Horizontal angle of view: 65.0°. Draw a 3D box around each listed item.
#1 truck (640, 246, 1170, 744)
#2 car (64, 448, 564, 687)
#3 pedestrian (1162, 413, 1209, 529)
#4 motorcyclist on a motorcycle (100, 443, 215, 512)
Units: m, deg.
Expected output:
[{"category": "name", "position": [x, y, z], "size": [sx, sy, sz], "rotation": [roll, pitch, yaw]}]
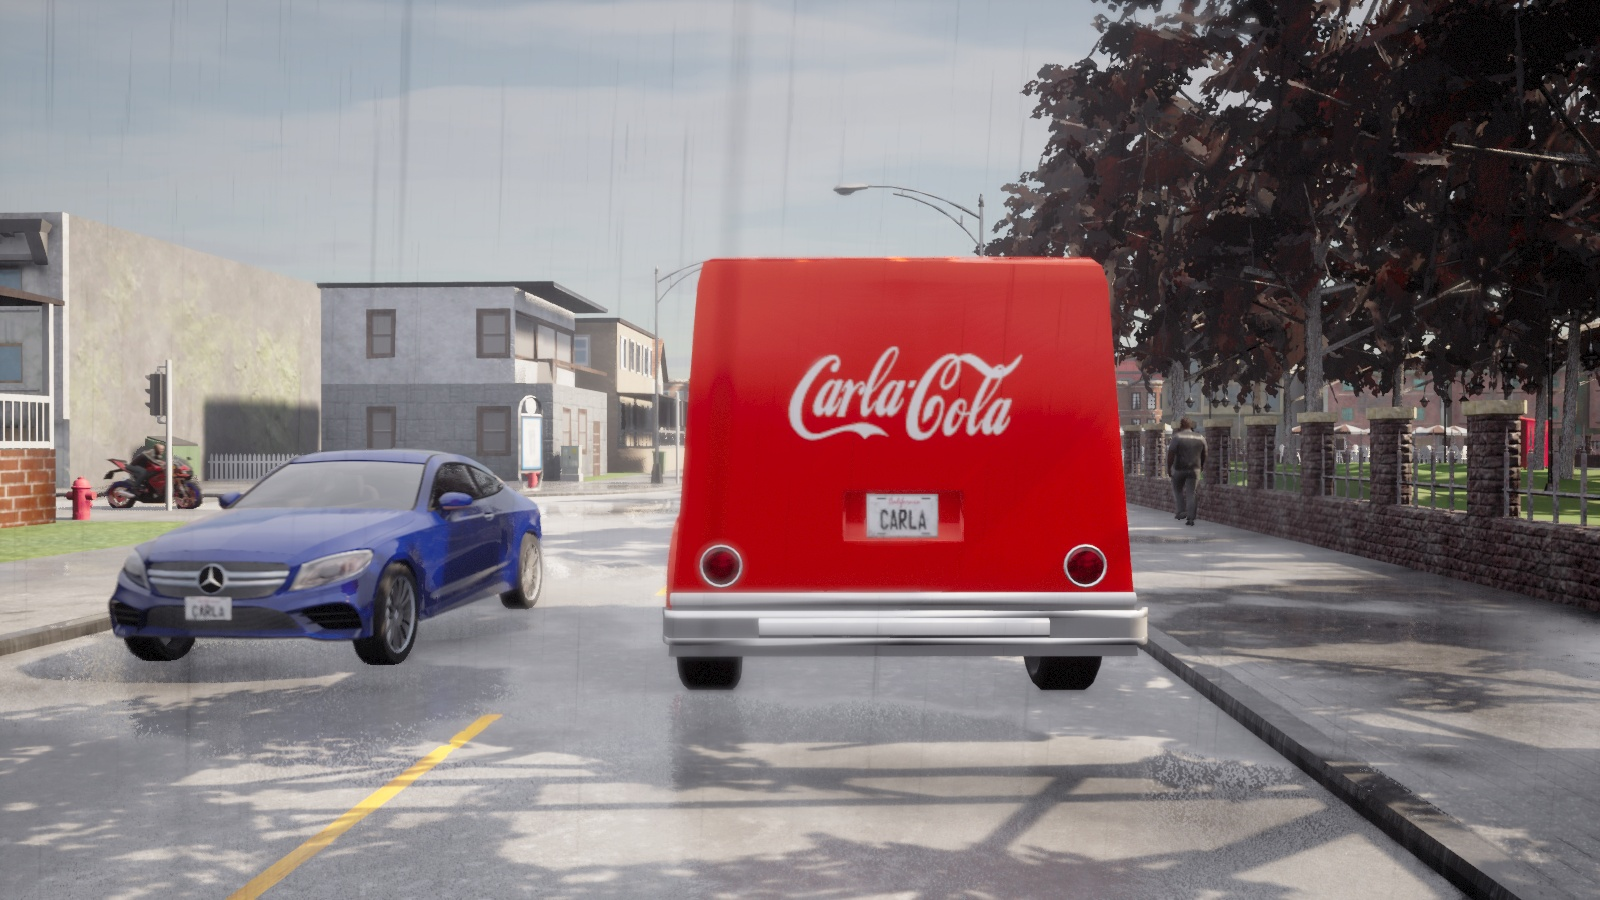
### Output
[{"category": "truck", "position": [0.519, 0.210, 8.828], "size": [2.627, 2.467, 5.204], "rotation": [0, 0, 0]}, {"category": "car", "position": [-3.444, 0.713, 10.049], "size": [1.812, 1.442, 4.674], "rotation": [0, 0, 6]}, {"category": "pedestrian", "position": [6.410, 0.343, 20.917], "size": [0.563, 1.883, 0.849], "rotation": [0, 0, 3]}, {"category": "motorcyclist on a motorcycle", "position": [-14.590, 0.609, 28.543], "size": [2.191, 1.530, 0.866], "rotation": [0, 0, 3]}]
